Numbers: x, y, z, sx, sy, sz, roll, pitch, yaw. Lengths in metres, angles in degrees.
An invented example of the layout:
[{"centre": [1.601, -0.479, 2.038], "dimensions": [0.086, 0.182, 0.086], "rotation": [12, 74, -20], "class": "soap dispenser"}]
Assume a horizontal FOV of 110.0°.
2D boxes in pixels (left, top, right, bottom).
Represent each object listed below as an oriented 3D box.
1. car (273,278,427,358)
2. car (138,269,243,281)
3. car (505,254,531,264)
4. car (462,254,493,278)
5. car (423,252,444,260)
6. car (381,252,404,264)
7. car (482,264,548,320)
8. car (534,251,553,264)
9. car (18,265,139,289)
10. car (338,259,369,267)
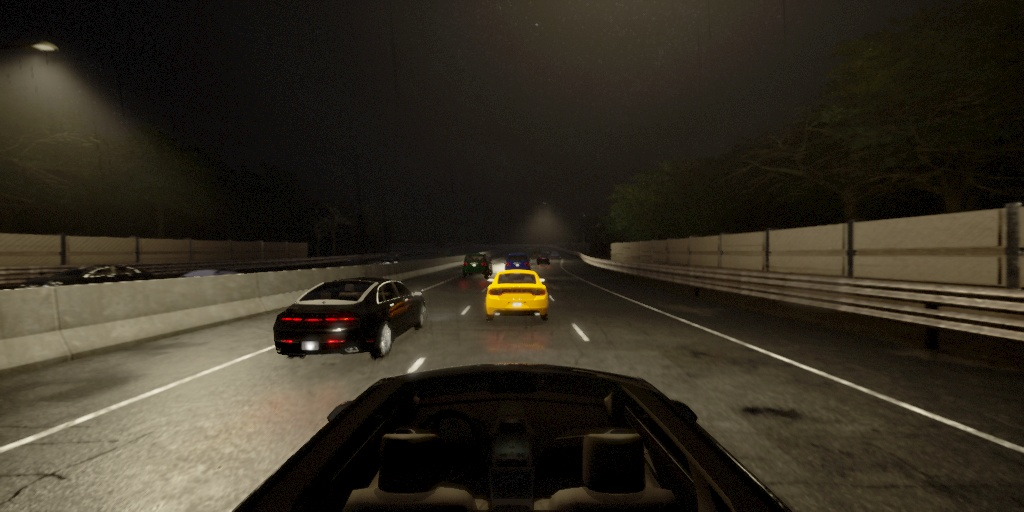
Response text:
[{"centre": [-3.363, 1.250, 8.419], "dimensions": [1.837, 1.490, 4.892], "rotation": [0, 0, 0], "class": "car"}, {"centre": [-13.980, 1.291, 16.558], "dimensions": [1.994, 1.385, 4.181], "rotation": [0, 0, 1], "class": "car"}, {"centre": [0.519, 0.799, 31.864], "dimensions": [2.150, 2.045, 5.566], "rotation": [0, 1, 2], "class": "car"}, {"centre": [-2.987, 0.802, 31.669], "dimensions": [2.150, 2.045, 5.566], "rotation": [0, 1, 2], "class": "car"}, {"centre": [-12.731, 0.508, 56.794], "dimensions": [1.837, 1.490, 4.892], "rotation": [0, 2, 3], "class": "car"}, {"centre": [-19.647, 0.458, 58.476], "dimensions": [2.128, 1.511, 4.902], "rotation": [0, 2, 3], "class": "car"}, {"centre": [0.171, 1.219, 12.675], "dimensions": [1.882, 1.535, 5.008], "rotation": [0, 0, 1], "class": "car"}, {"centre": [4.817, 0.489, 56.263], "dimensions": [2.128, 1.511, 4.902], "rotation": [0, 2, 3], "class": "car"}, {"centre": [-20.961, 1.224, 18.000], "dimensions": [1.837, 1.490, 4.892], "rotation": [0, 0, 1], "class": "car"}, {"centre": [-16.980, 1.024, 38.539], "dimensions": [1.994, 1.385, 4.181], "rotation": [0, 1, 2], "class": "car"}]
